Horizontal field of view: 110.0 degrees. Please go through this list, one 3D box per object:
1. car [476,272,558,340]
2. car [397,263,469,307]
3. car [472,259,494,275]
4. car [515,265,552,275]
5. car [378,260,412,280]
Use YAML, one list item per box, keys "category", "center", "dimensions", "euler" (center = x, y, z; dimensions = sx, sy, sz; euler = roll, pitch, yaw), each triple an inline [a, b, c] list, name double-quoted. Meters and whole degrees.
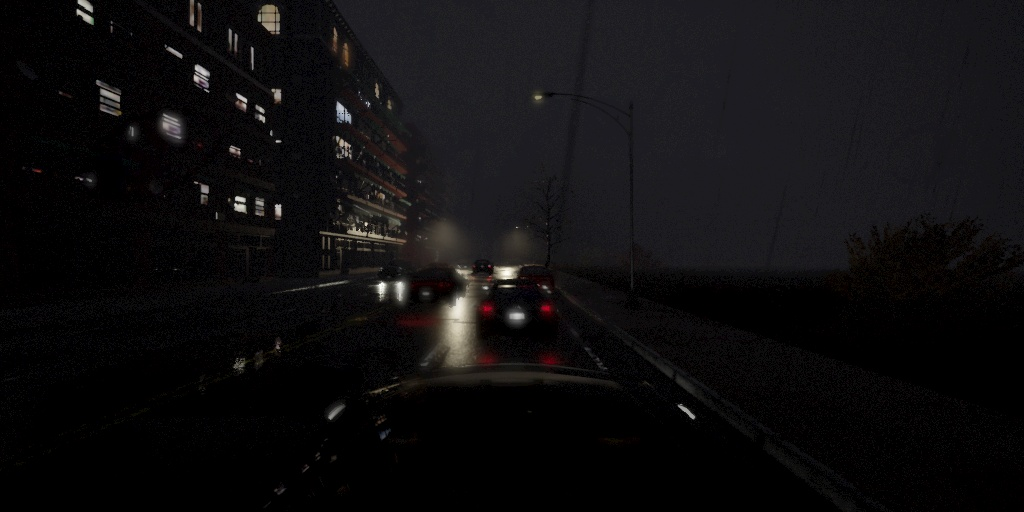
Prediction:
- category: "car"
  center: [0.109, 1.317, 10.010]
  dimensions: [1.994, 1.385, 4.181]
  euler: [0, 0, 0]
- category: "car"
  center: [-3.139, 1.232, 15.545]
  dimensions: [1.882, 1.535, 5.008]
  euler: [0, 0, 0]
- category: "car"
  center: [-3.116, 1.112, 39.555]
  dimensions: [2.097, 1.767, 4.553]
  euler: [0, 0, 0]
- category: "car"
  center: [1.152, 1.233, 18.930]
  dimensions: [1.882, 1.535, 5.008]
  euler: [0, 0, 0]
- category: "car"
  center: [-9.825, 1.110, 30.877]
  dimensions: [2.097, 1.767, 4.553]
  euler: [0, 0, 0]
